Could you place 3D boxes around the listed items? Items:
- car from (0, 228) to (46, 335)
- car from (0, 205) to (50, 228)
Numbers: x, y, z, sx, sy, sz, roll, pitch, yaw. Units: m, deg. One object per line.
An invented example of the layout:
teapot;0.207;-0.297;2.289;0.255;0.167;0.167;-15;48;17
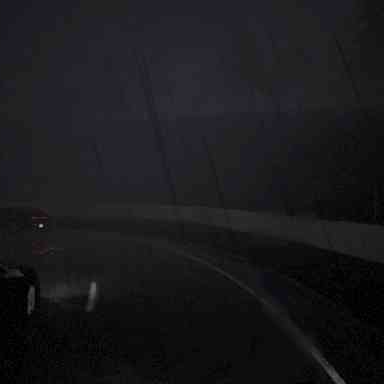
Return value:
car;-3.591;1.508;4.257;1.837;1.490;4.892;0;0;-5
car;-10.204;1.525;18.819;4.892;1.490;1.837;0;-1;27
